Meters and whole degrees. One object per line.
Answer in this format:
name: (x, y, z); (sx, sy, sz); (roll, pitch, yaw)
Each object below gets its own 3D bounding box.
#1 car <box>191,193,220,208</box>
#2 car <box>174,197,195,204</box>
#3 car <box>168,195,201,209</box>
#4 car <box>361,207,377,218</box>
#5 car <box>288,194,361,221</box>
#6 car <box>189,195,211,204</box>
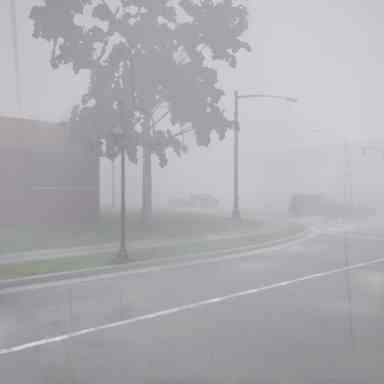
car: (1.674, 1.214, 47.849); (2.150, 2.045, 5.566); (0, 0, -34)
car: (-1.576, 1.586, 65.426); (1.895, 1.301, 4.718); (0, 0, -34)
car: (-1.437, 1.536, 46.211); (2.033, 1.411, 5.357); (0, 0, -34)
car: (13.774, 1.589, 29.720); (1.895, 1.301, 4.718); (0, 0, -34)
car: (10.737, 1.210, 27.975); (2.150, 2.045, 5.566); (0, 0, -34)
car: (1.608, 1.461, 66.962); (1.882, 1.535, 5.008); (0, 0, -34)
